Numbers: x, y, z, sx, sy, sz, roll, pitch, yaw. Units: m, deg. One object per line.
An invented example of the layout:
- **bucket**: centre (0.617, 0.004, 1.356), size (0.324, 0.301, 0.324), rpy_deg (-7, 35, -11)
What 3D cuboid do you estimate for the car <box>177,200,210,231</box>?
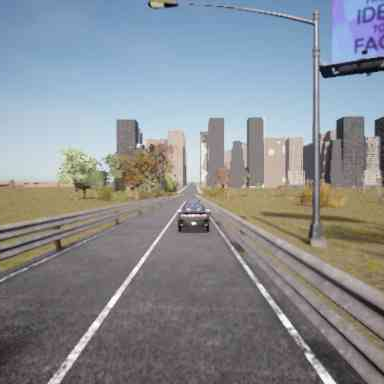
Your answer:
- **car**: centre (0.097, 1.499, 20.542), size (2.128, 1.511, 4.902), rpy_deg (0, 0, 0)
